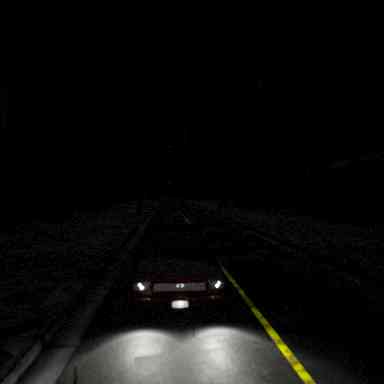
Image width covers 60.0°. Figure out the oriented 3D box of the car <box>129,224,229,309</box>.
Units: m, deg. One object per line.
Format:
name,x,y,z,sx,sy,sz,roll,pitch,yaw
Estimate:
car,-0.470,1.563,8.410,2.033,1.411,5.357,0,0,-6
